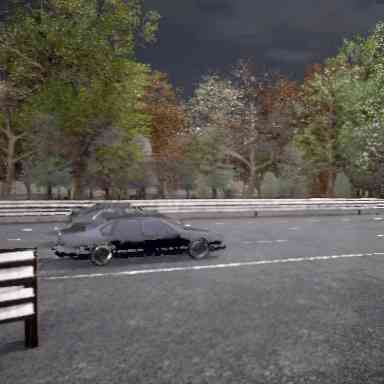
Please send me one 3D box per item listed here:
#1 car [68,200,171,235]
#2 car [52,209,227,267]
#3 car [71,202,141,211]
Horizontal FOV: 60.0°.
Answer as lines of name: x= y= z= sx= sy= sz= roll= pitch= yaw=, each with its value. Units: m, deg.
car: x=-3.797 y=1.266 z=17.508 sx=5.008 sy=1.535 sz=1.882 roll=0 pitch=1 yaw=-18
car: x=-1.624 y=1.450 z=10.855 sx=5.357 sy=1.411 sz=2.033 roll=0 pitch=1 yaw=-18
car: x=-2.723 y=1.352 z=14.174 sx=4.892 sy=1.490 sz=1.837 roll=0 pitch=1 yaw=-18
